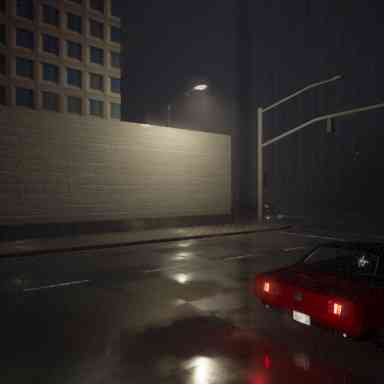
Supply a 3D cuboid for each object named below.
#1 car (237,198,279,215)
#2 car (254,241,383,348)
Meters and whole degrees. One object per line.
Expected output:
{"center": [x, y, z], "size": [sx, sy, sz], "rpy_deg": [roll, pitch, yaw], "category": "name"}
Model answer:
{"center": [6.863, 1.407, 34.721], "size": [2.097, 1.767, 4.553], "rpy_deg": [0, 0, -35], "category": "car"}
{"center": [3.467, 1.601, 6.259], "size": [4.718, 1.301, 1.895], "rpy_deg": [0, 0, -35], "category": "car"}
